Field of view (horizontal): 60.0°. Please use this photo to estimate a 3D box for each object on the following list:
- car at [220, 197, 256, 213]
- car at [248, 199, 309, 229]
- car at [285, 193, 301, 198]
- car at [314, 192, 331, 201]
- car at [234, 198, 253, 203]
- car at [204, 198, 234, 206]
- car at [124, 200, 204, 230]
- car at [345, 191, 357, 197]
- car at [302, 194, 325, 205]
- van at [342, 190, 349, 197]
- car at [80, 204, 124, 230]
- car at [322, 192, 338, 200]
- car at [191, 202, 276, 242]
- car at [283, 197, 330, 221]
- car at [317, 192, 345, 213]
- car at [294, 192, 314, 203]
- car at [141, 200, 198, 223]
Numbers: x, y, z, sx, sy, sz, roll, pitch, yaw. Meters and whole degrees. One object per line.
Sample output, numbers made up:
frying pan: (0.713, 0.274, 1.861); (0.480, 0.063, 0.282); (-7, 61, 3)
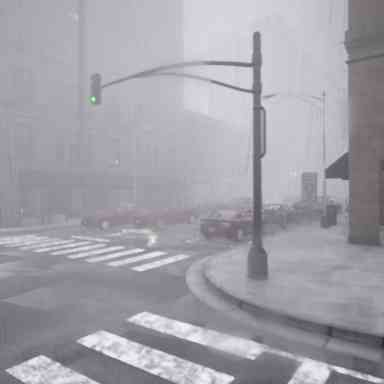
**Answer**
car: (4.790, 1.264, 34.225); (1.947, 1.339, 4.313); (1, 1, 36)
car: (5.329, 1.370, 20.311); (2.008, 1.369, 4.403); (1, 1, 36)
car: (14.388, 1.013, 47.663); (1.887, 1.381, 4.507); (1, 1, 36)
car: (23.985, 0.788, 61.102); (1.887, 1.381, 4.507); (1, 1, 36)
car: (5.079, 1.296, 30.066); (1.994, 1.385, 4.181); (0, 1, 35)
car: (1.591, 1.320, 29.746); (1.887, 1.381, 4.507); (1, 1, 36)
car: (-1.580, 1.372, 20.743); (1.882, 1.535, 5.008); (0, 1, 36)
car: (39.882, 0.408, 83.360); (1.752, 1.417, 4.829); (1, 1, 36)
car: (17.253, 1.006, 46.975); (1.994, 1.385, 4.181); (0, 1, 36)
van: (36.782, 0.293, 79.017); (1.690, 1.788, 3.998); (1, 1, 36)
car: (-4.807, 1.476, 20.786); (1.887, 1.381, 4.507); (1, 1, 36)
car: (27.185, 0.720, 65.582); (2.008, 1.369, 4.403); (1, 1, 36)
car: (2.129, 1.441, 15.831); (1.887, 1.381, 4.507); (1, 1, 36)
car: (8.528, 1.307, 24.791); (1.947, 1.339, 4.313); (1, 1, 36)
car: (11.727, 1.104, 29.268); (1.967, 1.590, 4.097); (1, 1, 36)
car: (17.587, 0.833, 52.141); (1.967, 1.590, 4.097); (1, 1, 36)
car: (-1.608, 1.398, 25.266); (1.887, 1.381, 4.507); (1, 1, 36)
